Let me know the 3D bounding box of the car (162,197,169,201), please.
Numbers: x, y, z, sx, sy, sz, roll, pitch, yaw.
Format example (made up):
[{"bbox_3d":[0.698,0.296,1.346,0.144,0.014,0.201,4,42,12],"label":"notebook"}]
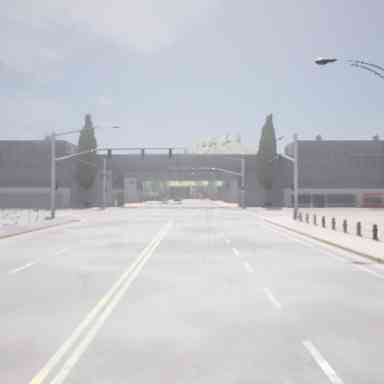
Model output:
[{"bbox_3d":[-7.445,2.120,94.282,1.812,1.442,4.674,0,-1,0],"label":"car"}]

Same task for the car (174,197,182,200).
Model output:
[{"bbox_3d":[-3.945,2.096,94.259,1.837,1.490,4.892,0,-1,0],"label":"car"}]
